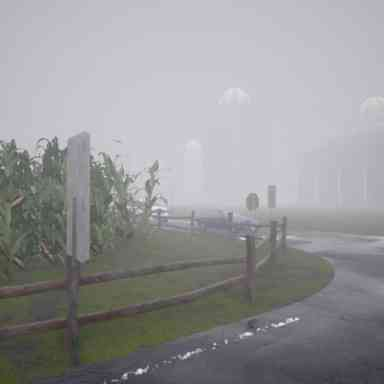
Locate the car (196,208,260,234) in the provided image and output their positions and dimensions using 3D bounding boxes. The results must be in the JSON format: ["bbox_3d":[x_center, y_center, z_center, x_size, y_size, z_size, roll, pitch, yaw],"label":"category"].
[{"bbox_3d":[2.089,1.761,20.590,1.812,1.442,4.674,0,-1,-36],"label":"car"}]

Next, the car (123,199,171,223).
[{"bbox_3d":[-4.042,1.628,28.775,2.150,2.045,5.566,0,-1,-37],"label":"car"}]
